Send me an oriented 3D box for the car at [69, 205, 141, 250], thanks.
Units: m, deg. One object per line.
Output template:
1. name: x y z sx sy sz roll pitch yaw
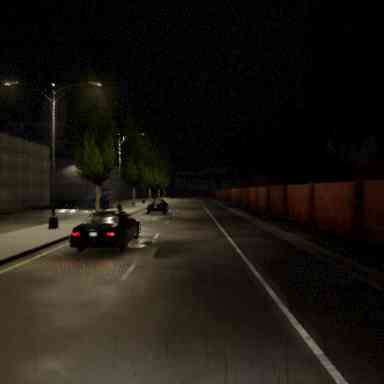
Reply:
1. car: -3.405 1.501 13.969 2.033 1.411 5.357 0 0 0

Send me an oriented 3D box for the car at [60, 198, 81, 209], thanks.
1. car: -15.066 1.428 41.981 1.994 1.385 4.181 0 0 0

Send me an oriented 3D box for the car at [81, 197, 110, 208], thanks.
1. car: -11.572 1.343 41.008 1.882 1.535 5.008 0 0 0

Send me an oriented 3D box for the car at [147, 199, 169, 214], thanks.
1. car: -3.414 1.436 33.712 2.033 1.411 5.357 0 0 0
